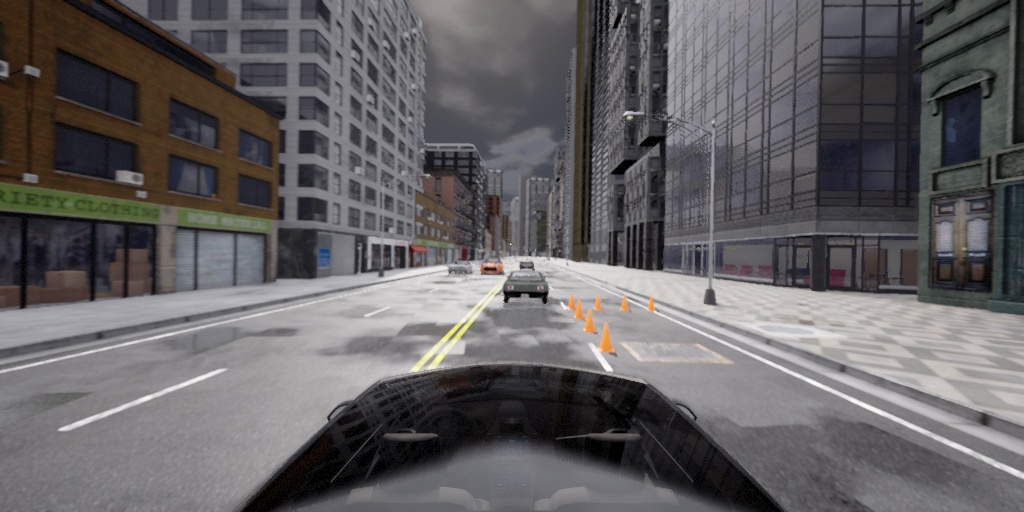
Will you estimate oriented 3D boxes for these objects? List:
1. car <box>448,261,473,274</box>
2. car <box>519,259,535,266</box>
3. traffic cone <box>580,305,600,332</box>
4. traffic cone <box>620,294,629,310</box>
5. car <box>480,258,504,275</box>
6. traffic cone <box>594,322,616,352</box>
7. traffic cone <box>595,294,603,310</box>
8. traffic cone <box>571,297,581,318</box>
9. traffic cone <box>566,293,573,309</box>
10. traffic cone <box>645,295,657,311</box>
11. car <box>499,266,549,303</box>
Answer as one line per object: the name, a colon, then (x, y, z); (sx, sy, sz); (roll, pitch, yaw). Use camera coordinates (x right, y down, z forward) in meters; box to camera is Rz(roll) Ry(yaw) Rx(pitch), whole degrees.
car: (-5.218, 1.140, 36.542); (1.895, 1.301, 4.718); (1, 0, 2)
car: (1.891, 1.135, 46.126); (2.128, 1.511, 4.902); (1, 0, 2)
traffic cone: (2.101, 1.720, 9.710); (0.340, 0.580, 0.340); (0, 0, 2)
traffic cone: (4.268, 1.749, 13.622); (0.340, 0.580, 0.340); (0, 0, 2)
car: (-1.971, 0.954, 36.287); (2.097, 1.767, 4.553); (1, 0, 2)
traffic cone: (2.016, 1.725, 7.712); (0.340, 0.580, 0.340); (0, 0, 2)
traffic cone: (3.269, 1.730, 13.664); (0.340, 0.580, 0.340); (0, 0, 2)
traffic cone: (2.185, 1.715, 11.708); (0.340, 0.580, 0.340); (0, 0, 2)
traffic cone: (2.270, 1.711, 13.707); (0.340, 0.580, 0.340); (0, 0, 2)
traffic cone: (5.267, 1.768, 13.579); (0.340, 0.580, 0.340); (0, 0, 2)
car: (0.639, 1.315, 16.679); (1.895, 1.301, 4.718); (1, 0, 2)
